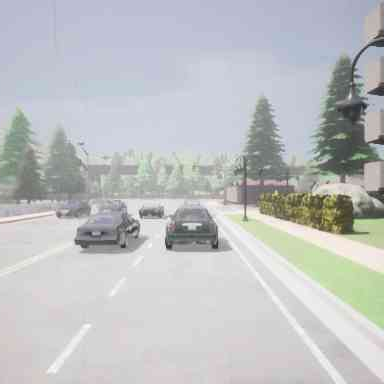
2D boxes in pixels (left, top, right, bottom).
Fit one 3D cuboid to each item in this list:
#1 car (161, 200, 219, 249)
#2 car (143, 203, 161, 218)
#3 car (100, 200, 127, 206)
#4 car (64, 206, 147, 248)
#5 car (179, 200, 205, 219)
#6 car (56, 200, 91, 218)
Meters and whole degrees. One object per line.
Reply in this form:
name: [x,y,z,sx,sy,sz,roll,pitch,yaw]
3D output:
car: [0.000,1.364,14.620,2.097,1.767,4.553,0,0,0]
car: [-3.500,1.615,29.680,1.895,1.301,4.718,0,0,0]
car: [-7.000,1.519,29.780,2.128,1.511,4.902,0,0,0]
car: [-3.500,1.561,14.650,2.033,1.411,5.357,0,0,0]
car: [0.000,1.493,29.650,2.128,1.511,4.902,0,0,0]
car: [-10.500,1.519,29.780,2.128,1.511,4.902,0,0,0]
